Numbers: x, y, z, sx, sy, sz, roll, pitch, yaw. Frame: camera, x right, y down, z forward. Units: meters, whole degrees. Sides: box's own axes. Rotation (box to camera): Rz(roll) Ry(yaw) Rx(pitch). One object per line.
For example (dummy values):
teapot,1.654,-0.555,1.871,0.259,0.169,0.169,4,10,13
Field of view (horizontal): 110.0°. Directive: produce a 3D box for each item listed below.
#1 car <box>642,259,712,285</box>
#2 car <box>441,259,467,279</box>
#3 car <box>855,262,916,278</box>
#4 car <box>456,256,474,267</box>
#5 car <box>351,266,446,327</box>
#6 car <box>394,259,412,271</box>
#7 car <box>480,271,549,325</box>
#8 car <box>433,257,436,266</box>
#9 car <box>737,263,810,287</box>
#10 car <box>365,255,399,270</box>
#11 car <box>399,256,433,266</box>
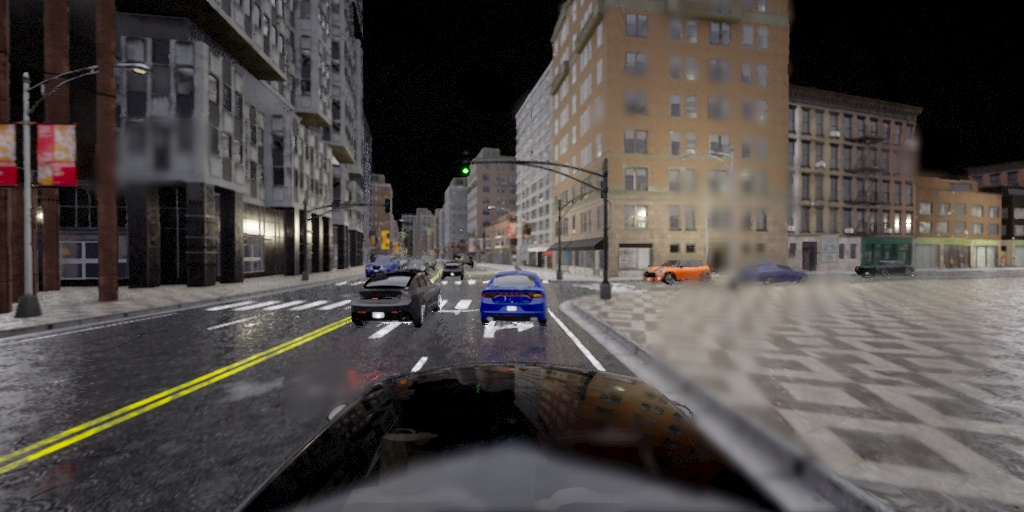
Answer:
car,11.350,0.999,24.774,4.553,1.767,2.097,0,0,-17
car,-5.207,1.235,31.852,1.837,1.490,4.892,0,0,-7
car,32.076,1.153,30.858,4.718,1.301,1.895,0,0,-16
car,-8.071,0.946,63.277,2.150,2.045,5.566,0,0,-16
car,-3.482,1.249,11.488,1.837,1.490,4.892,0,0,-2
car,-14.860,1.216,48.941,1.882,1.535,5.008,0,0,-12
car,0.177,1.219,11.813,1.882,1.535,5.008,0,0,4
car,-11.515,0.956,48.806,2.150,2.045,5.566,0,0,-11
car,16.756,1.171,23.067,4.674,1.442,1.812,0,0,-16
car,-12.291,0.954,34.156,2.150,2.045,5.566,0,1,-8
car,-8.953,1.087,33.675,2.097,1.767,4.553,0,0,-8
